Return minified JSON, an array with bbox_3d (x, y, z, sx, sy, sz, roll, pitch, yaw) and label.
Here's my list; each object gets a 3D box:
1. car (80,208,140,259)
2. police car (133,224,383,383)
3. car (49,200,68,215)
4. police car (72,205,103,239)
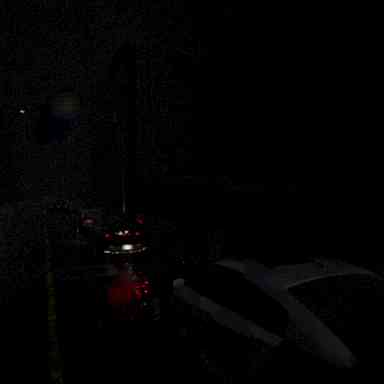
[{"bbox_3d":[-3.131,1.609,13.220,1.837,1.490,4.892,-1,0,-24],"label":"car"},{"bbox_3d":[0.906,1.433,4.192,1.930,1.638,5.238,-1,0,-24],"label":"police car"},{"bbox_3d":[-16.378,1.757,40.736,2.097,1.767,4.553,-1,0,-24],"label":"car"},{"bbox_3d":[-5.627,1.588,18.798,1.930,1.638,5.238,-1,0,-24],"label":"police car"}]
